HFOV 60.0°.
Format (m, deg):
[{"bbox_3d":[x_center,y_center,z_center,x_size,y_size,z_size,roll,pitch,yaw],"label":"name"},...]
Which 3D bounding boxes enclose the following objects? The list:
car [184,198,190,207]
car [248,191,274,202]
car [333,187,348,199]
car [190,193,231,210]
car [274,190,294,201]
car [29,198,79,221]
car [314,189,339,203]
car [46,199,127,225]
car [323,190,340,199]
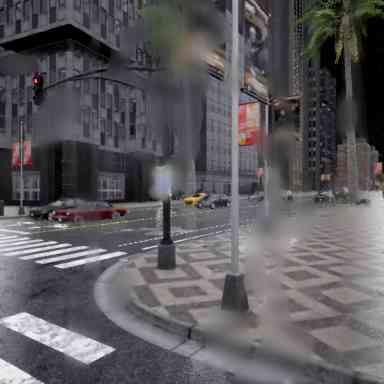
[{"bbox_3d":[1.034,0.882,38.014,1.882,1.535,5.008,0,1,36],"label":"car"},{"bbox_3d":[10.163,0.638,50.761,2.128,1.511,4.902,0,1,36],"label":"car"},{"bbox_3d":[23.672,0.232,52.772,2.150,2.045,5.566,0,1,36],"label":"car"},{"bbox_3d":[2.210,0.955,34.057,1.837,1.490,4.892,0,2,36],"label":"car"},{"bbox_3d":[13.762,0.483,50.194,2.097,1.767,4.553,0,1,35],"label":"car"},{"bbox_3d":[-9.040,1.186,23.816,1.882,1.535,5.008,0,1,35],"label":"car"},{"bbox_3d":[17.810,0.677,44.492,1.837,1.490,4.892,0,1,35],"label":"car"},{"bbox_3d":[-6.600,1.321,21.631,1.895,1.301,4.718,0,1,35],"label":"car"},{"bbox_3d":[25.759,0.353,61.331,1.882,1.535,5.008,0,1,36],"label":"car"}]
